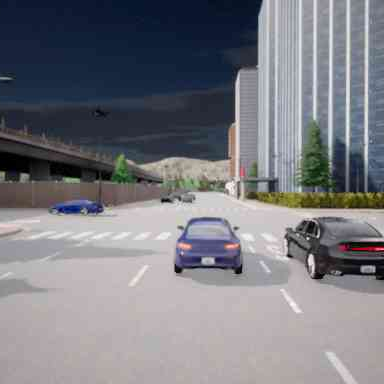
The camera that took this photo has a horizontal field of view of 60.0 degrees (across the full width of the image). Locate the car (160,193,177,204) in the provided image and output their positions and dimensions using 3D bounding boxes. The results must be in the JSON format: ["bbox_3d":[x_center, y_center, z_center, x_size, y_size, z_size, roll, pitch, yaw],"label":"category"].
[{"bbox_3d":[-4.331,1.334,57.995,1.895,1.301,4.718,0,0,3],"label":"car"}]

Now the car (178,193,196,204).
[{"bbox_3d":[-0.822,1.248,58.059,1.837,1.490,4.892,0,0,3],"label":"car"}]

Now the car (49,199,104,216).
[{"bbox_3d":[-10.485,1.359,30.144,5.008,1.535,1.882,0,-1,16],"label":"car"}]

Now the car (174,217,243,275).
[{"bbox_3d":[0.498,1.482,10.223,1.812,1.442,4.674,0,0,3],"label":"car"}]

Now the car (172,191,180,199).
[{"bbox_3d":[-3.539,0.894,73.316,2.150,2.045,5.566,0,0,3],"label":"car"}]

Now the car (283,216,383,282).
[{"bbox_3d":[3.984,1.470,9.699,1.837,1.490,4.892,0,-1,3],"label":"car"}]

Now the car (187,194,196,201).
[{"bbox_3d":[-0.037,1.179,73.293,1.837,1.490,4.892,0,0,3],"label":"car"}]
